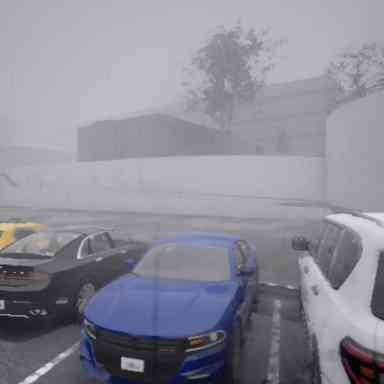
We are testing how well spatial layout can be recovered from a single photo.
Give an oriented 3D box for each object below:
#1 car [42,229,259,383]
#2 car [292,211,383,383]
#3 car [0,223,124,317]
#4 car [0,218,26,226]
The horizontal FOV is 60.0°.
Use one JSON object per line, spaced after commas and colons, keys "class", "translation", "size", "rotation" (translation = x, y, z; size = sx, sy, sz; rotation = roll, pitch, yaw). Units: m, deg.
{"class": "car", "translation": [0.073, 1.496, 5.753], "size": [2.097, 1.535, 5.008], "rotation": [0, -1, 16]}
{"class": "car", "translation": [2.499, 1.241, 4.051], "size": [2.435, 2.045, 5.566], "rotation": [0, -1, 16]}
{"class": "car", "translation": [-2.365, 1.503, 7.477], "size": [2.231, 1.521, 4.892], "rotation": [0, -1, 15]}
{"class": "car", "translation": [-4.741, 1.509, 9.393], "size": [1.946, 1.575, 5.366], "rotation": [0, -1, 15]}
